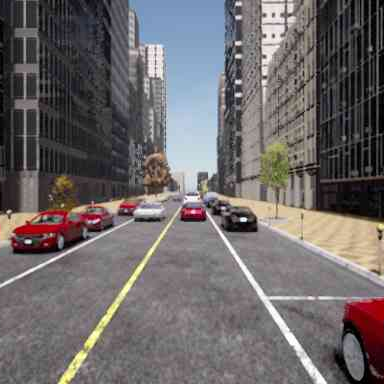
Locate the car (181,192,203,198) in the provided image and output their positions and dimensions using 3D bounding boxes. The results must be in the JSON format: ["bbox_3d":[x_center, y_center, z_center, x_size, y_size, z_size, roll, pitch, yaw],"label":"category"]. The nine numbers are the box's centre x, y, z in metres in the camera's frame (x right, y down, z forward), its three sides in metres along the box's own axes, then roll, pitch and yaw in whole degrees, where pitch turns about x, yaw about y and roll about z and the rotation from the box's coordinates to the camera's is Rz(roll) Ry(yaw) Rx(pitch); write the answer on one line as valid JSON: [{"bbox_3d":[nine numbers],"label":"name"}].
[{"bbox_3d":[0.075,0.978,44.411,2.150,2.045,5.566,0,0,1],"label":"car"}]

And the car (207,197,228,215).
[{"bbox_3d":[2.700,1.402,30.862,1.947,1.339,4.313,0,0,0],"label":"car"}]

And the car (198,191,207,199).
[{"bbox_3d":[2.715,0.796,87.782,2.192,1.841,5.009,0,0,0],"label":"car"}]

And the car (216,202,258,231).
[{"bbox_3d":[2.697,1.465,19.478,1.947,1.339,4.313,0,0,0],"label":"car"}]

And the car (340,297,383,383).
[{"bbox_3d":[2.693,1.532,2.402,1.887,1.381,4.507,0,0,0],"label":"car"}]

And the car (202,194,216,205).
[{"bbox_3d":[2.706,1.143,53.631,1.967,1.590,4.097,0,0,0],"label":"car"}]

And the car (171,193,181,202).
[{"bbox_3d":[-2.993,1.169,66.185,2.033,1.411,5.357,0,0,0],"label":"car"}]

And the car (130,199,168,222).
[{"bbox_3d":[-3.094,1.470,24.805,1.895,1.301,4.718,0,0,0],"label":"car"}]

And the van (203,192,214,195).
[{"bbox_3d":[2.705,1.078,47.939,1.690,1.788,3.998,0,0,0],"label":"van"}]

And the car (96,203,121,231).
[{"bbox_3d":[-5.684,1.481,19.488,1.802,1.307,4.206,0,0,0],"label":"car"}]

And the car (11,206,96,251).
[{"bbox_3d":[-5.685,1.474,13.794,1.887,1.381,4.507,0,0,0],"label":"car"}]

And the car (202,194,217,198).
[{"bbox_3d":[2.703,1.337,42.246,1.947,1.339,4.313,0,0,0],"label":"car"}]

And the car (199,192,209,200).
[{"bbox_3d":[2.712,0.872,76.398,2.192,1.841,5.009,0,0,0],"label":"car"}]

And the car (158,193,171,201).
[{"bbox_3d":[-5.673,1.157,64.857,1.752,1.417,4.829,0,0,0],"label":"car"}]

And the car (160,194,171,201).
[{"bbox_3d":[-5.671,1.145,70.721,2.008,1.369,4.403,0,0,0],"label":"car"}]

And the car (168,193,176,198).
[{"bbox_3d":[-5.666,0.993,93.490,2.008,1.369,4.403,0,0,0],"label":"car"}]

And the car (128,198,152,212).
[{"bbox_3d":[-5.680,1.370,36.565,1.947,1.339,4.313,0,0,0],"label":"car"}]

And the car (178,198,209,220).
[{"bbox_3d":[0.103,1.425,26.500,1.994,1.385,4.181,0,0,0],"label":"car"}]

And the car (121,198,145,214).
[{"bbox_3d":[-5.681,1.381,30.872,1.887,1.381,4.507,0,0,0],"label":"car"}]
